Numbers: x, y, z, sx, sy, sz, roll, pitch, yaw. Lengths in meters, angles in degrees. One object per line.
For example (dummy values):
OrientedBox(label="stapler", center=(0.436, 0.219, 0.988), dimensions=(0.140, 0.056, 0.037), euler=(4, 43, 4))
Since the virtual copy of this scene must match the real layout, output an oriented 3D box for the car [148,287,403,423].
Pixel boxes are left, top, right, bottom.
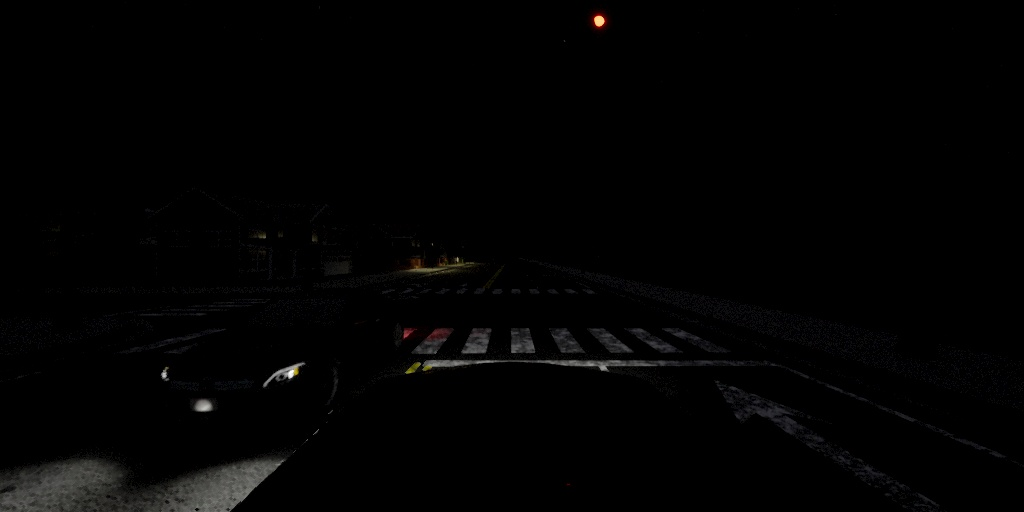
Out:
OrientedBox(label="car", center=(-3.248, 1.310, 6.106), dimensions=(1.812, 1.442, 4.674), euler=(0, 0, 0))
